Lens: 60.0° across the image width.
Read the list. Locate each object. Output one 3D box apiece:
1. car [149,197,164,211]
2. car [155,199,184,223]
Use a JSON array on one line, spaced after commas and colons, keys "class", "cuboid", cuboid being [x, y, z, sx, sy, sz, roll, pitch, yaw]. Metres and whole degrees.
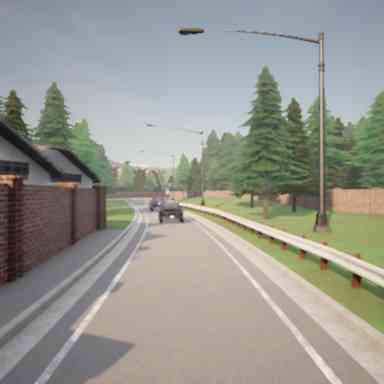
[{"class": "car", "cuboid": [-4.351, 1.447, 42.349, 2.097, 1.767, 4.553, 0, 0, -11]}, {"class": "car", "cuboid": [-1.738, 1.563, 26.591, 1.837, 1.490, 4.892, 0, 0, -7]}]
